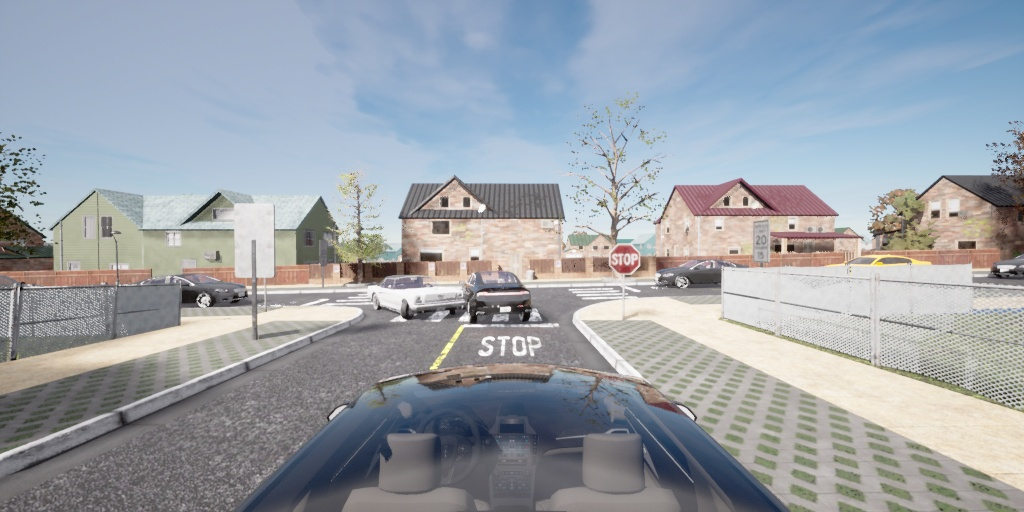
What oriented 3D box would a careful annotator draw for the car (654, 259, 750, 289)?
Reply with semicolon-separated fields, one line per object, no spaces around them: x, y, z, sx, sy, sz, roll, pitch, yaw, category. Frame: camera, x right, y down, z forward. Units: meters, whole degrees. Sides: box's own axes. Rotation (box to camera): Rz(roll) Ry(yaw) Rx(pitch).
10.331;0.928;19.539;4.902;1.511;2.128;-1;1;0;car

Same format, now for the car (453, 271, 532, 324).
-0.685;1.244;12.131;2.128;1.511;4.902;0;0;-12;car

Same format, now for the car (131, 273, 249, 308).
-14.902;1.568;16.486;4.902;1.511;2.128;-1;1;0;car

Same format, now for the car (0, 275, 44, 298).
-24.239;1.650;16.446;4.553;1.767;2.097;-1;1;0;car

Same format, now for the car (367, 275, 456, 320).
-3.602;1.369;12.990;1.895;1.301;4.718;0;0;-38;car

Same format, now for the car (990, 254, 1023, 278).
29.386;0.480;19.612;4.902;1.511;2.128;-1;1;0;car

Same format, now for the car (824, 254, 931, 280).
19.761;0.692;19.576;5.008;1.535;1.882;-1;1;-1;car
